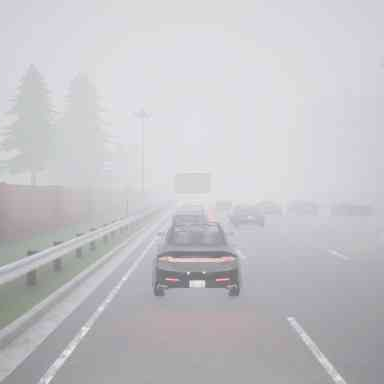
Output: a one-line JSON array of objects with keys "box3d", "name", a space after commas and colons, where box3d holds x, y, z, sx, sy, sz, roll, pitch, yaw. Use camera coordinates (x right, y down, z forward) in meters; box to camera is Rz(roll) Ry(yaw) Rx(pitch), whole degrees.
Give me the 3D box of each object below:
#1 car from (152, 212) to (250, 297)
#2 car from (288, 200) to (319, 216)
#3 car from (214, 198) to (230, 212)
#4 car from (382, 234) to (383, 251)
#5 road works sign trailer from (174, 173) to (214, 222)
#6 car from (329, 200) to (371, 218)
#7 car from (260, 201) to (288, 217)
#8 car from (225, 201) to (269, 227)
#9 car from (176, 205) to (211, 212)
[{"box3d": [0.101, 1.491, 8.589, 2.128, 1.511, 4.902, 0, 0, 0], "name": "car"}, {"box3d": [10.601, 1.489, 32.213, 2.128, 1.511, 4.902, 0, 0, 0], "name": "car"}, {"box3d": [3.602, 1.476, 38.774, 1.882, 1.535, 5.008, 0, 0, 0], "name": "car"}, {"box3d": [7.100, 1.220, 8.199, 2.150, 2.045, 5.566, 0, 0, 0], "name": "car"}, {"box3d": [0.066, 0.463, 22.952, 2.380, 3.560, 2.880, 0, 0, -1], "name": "road works sign trailer"}, {"box3d": [14.101, 1.476, 29.967, 1.882, 1.535, 5.008, 0, 0, 0], "name": "car"}, {"box3d": [7.101, 1.545, 31.610, 2.033, 1.411, 5.357, 0, 0, 0], "name": "car"}, {"box3d": [3.601, 1.563, 22.612, 1.994, 1.385, 4.181, 0, 0, 0], "name": "car"}, {"box3d": [0.035, 1.473, 19.033, 1.882, 1.535, 5.008, 0, 0, 5], "name": "car"}]
